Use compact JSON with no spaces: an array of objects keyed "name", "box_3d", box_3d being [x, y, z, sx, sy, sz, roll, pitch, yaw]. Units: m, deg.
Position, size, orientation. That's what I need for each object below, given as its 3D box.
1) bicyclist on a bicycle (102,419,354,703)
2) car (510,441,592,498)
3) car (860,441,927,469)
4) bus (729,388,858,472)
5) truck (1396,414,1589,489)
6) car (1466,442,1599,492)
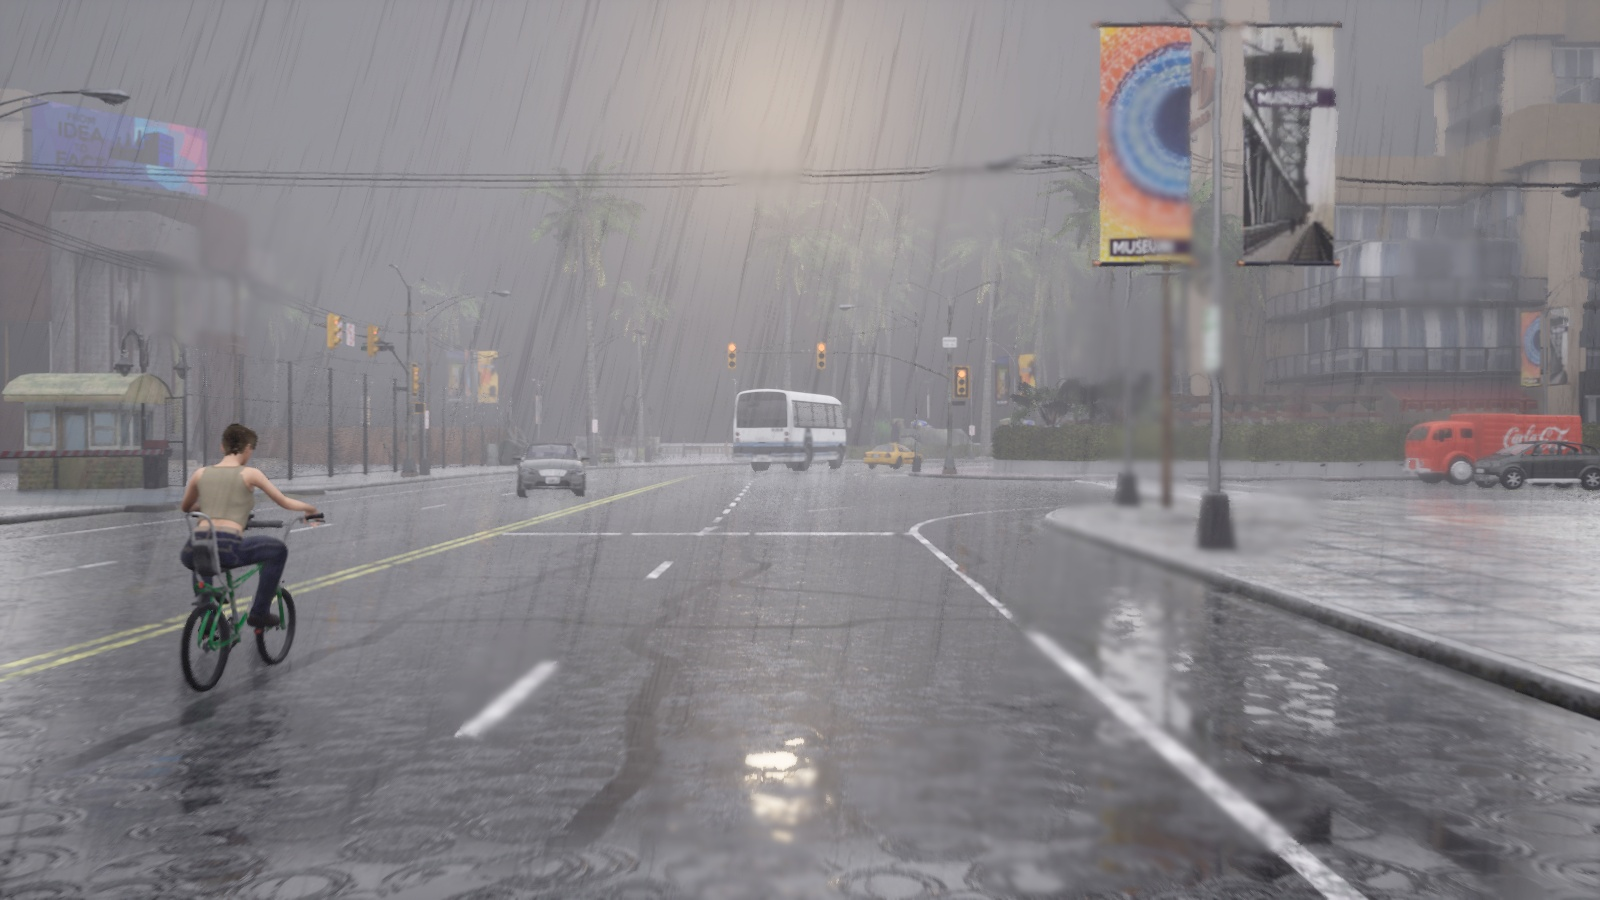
[{"name":"bicyclist on a bicycle","box_3d":[-3.528,0.636,7.909,0.866,1.612,1.509,0,0,1]},{"name":"car","box_3d":[-7.125,0.493,35.805,2.128,1.511,4.902,0,0,-12]},{"name":"car","box_3d":[5.439,0.277,72.461,1.801,1.575,5.366,0,0,29]},{"name":"bus","box_3d":[-0.148,-1.024,69.069,3.944,4.253,10.273,0,0,19]},{"name":"truck","box_3d":[23.937,0.036,43.579,5.204,2.467,2.627,0,0,0]},{"name":"car","box_3d":[23.601,0.516,40.088,3.705,1.549,1.789,0,0,0]}]
